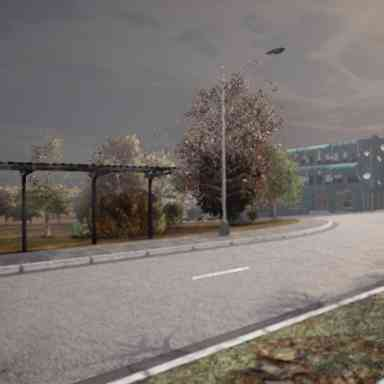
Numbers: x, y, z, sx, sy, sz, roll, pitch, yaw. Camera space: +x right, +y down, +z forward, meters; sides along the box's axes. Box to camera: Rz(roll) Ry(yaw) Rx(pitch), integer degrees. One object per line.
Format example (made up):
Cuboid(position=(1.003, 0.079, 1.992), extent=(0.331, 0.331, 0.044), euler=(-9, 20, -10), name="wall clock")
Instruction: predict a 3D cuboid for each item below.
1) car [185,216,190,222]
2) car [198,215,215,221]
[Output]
Cuboid(position=(-1.602, 5.924, 73.608), extent=(1.812, 1.442, 4.674), euler=(-1, -5, -8), name="car")
Cuboid(position=(2.490, 4.517, 58.338), extent=(1.994, 1.385, 4.181), euler=(-1, -5, -20), name="car")
